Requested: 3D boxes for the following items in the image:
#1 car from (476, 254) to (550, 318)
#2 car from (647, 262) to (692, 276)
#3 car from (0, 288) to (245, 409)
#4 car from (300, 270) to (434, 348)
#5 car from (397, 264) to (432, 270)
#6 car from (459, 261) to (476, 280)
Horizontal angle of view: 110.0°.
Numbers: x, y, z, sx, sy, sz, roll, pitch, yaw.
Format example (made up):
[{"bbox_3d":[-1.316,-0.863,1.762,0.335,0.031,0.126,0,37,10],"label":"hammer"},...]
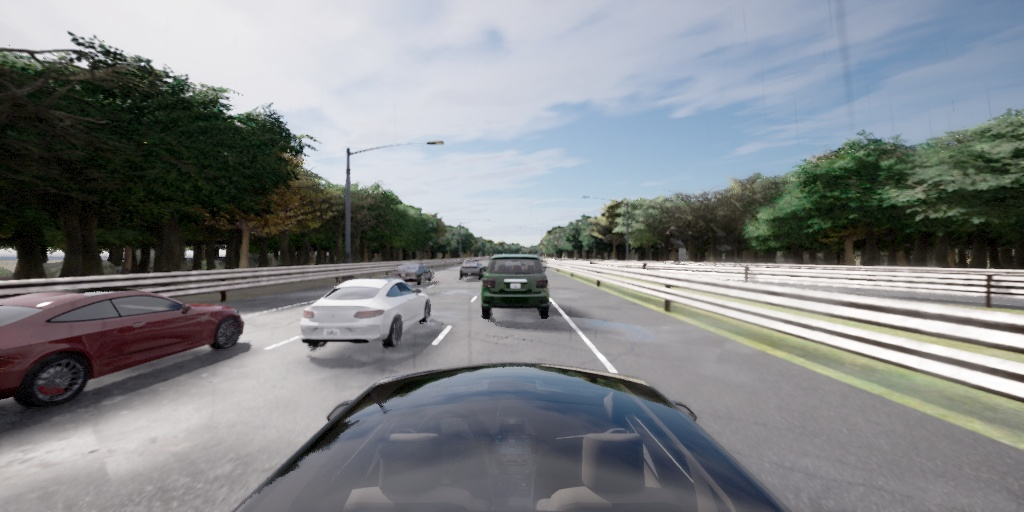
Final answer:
[{"bbox_3d":[0.105,0.954,13.070,2.150,2.045,5.566,0,0,0],"label":"car"},{"bbox_3d":[16.367,1.369,37.558,2.033,1.411,5.357,0,0,-16],"label":"car"},{"bbox_3d":[-6.897,1.265,6.054,1.812,1.442,4.674,0,0,0],"label":"car"},{"bbox_3d":[-3.397,1.264,9.061,1.812,1.442,4.674,0,0,0],"label":"car"},{"bbox_3d":[-6.896,1.238,25.216,2.033,1.411,5.357,0,0,0],"label":"car"},{"bbox_3d":[-3.391,1.202,31.173,2.128,1.511,4.902,0,0,0],"label":"car"}]
